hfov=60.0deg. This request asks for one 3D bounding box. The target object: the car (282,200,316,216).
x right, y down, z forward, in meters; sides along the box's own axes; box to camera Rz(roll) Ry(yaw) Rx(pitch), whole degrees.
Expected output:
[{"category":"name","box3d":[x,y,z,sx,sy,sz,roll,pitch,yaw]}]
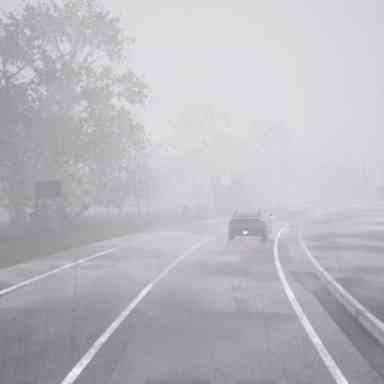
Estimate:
[{"category":"car","box3d":[11.006,1.571,33.479,1.812,1.442,4.674,-4,-2,34]}]

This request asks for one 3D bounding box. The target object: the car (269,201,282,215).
[{"category":"car","box3d":[9.274,1.772,37.128,2.033,1.411,5.357,-4,-2,36]}]

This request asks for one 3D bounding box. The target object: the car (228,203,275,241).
[{"category":"car","box3d":[3.069,1.558,17.207,1.837,1.490,4.892,-2,-1,17]}]
